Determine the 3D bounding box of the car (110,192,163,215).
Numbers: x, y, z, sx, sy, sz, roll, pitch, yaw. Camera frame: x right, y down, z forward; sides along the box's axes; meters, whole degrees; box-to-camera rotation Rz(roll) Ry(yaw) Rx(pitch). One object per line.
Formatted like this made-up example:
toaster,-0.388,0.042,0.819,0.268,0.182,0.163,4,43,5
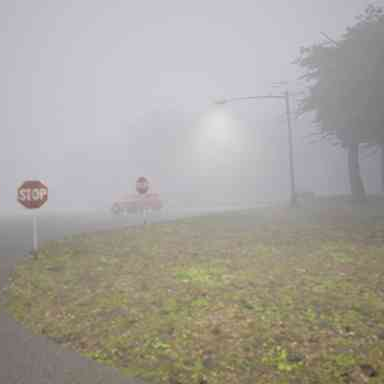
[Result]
car,-5.105,1.039,31.214,2.150,2.045,5.566,-4,-1,34

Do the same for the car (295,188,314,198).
car,17.720,0.134,52.494,2.097,1.767,4.553,-4,-1,32
